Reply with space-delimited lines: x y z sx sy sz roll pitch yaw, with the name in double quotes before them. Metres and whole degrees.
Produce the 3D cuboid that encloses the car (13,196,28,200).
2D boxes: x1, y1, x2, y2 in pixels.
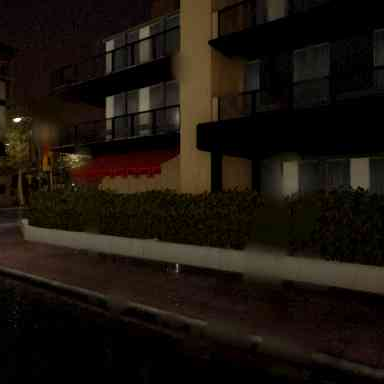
"car" -36.209 1.478 67.988 4.892 1.521 2.231 0 0 36
